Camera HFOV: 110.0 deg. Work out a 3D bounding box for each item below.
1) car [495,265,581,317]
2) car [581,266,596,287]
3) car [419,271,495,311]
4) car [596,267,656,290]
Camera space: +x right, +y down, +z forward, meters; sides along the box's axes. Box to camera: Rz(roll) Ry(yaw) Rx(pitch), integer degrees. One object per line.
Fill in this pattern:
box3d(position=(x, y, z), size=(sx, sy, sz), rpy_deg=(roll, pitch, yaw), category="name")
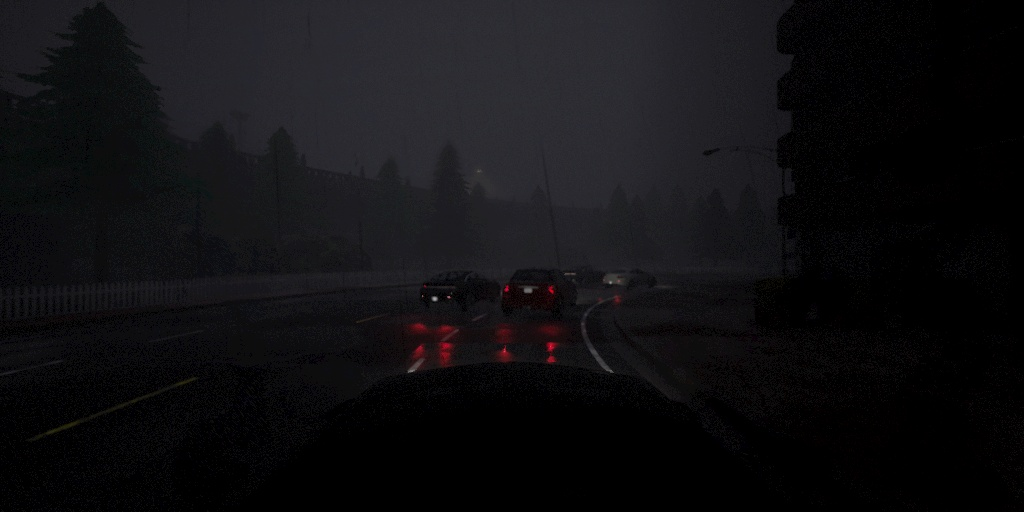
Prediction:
box3d(position=(1.224, 1.219, 14.127), size=(2.097, 1.767, 4.553), rpy_deg=(0, -1, 19), category="car")
box3d(position=(5.619, 1.487, 27.079), size=(4.902, 1.511, 2.128), rpy_deg=(0, -1, -42), category="car")
box3d(position=(-2.021, 1.373, 15.406), size=(2.128, 1.511, 4.902), rpy_deg=(0, 0, 19), category="car")
box3d(position=(8.080, 1.497, 24.578), size=(4.674, 1.442, 1.812), rpy_deg=(0, -1, -41), category="car")
